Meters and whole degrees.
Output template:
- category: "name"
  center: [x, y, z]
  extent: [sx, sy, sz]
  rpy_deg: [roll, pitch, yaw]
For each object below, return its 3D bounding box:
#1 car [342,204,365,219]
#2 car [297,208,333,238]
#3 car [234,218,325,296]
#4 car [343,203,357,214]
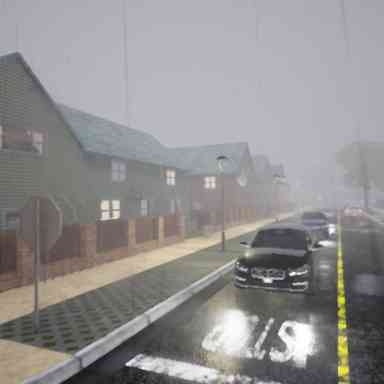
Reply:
- category: "car"
  center: [17.895, 2.235, 36.856]
  extent: [1.812, 1.442, 4.674]
  rpy_deg: [-1, -2, 24]
- category: "car"
  center: [7.601, 1.964, 20.787]
  extent: [1.812, 1.442, 4.674]
  rpy_deg: [-1, -2, 24]
- category: "car"
  center: [2.621, 1.719, 9.487]
  extent: [1.837, 1.490, 4.892]
  rpy_deg: [-1, -1, 24]
- category: "car"
  center: [23.318, 2.460, 49.176]
  extent: [1.812, 1.442, 4.674]
  rpy_deg: [-1, -1, 24]
